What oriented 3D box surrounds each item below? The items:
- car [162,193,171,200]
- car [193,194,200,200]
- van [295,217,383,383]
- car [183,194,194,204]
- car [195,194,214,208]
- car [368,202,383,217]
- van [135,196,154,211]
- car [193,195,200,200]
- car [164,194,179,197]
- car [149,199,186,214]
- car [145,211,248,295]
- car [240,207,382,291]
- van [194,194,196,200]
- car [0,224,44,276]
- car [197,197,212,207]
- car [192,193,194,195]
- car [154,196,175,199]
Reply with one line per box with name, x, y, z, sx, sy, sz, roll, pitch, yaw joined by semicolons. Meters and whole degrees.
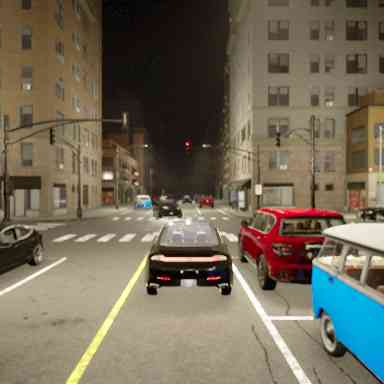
car;-6.779;1.284;89.453;2.192;1.841;5.009;0;0;-1
car;1.190;1.407;94.986;1.967;1.590;4.097;0;0;-1
van;2.604;1.341;3.458;1.690;1.788;3.998;0;0;-1
car;-0.875;1.581;63.164;1.895;1.301;4.718;0;0;0
car;1.998;1.302;46.336;2.192;1.841;5.009;0;0;-1
car;14.518;1.414;24.034;4.902;1.511;2.128;0;0;-1
van;-6.028;1.329;40.802;1.690;1.788;3.998;0;0;-1
car;1.277;1.495;89.751;1.752;1.417;4.829;0;0;-1
car;-3.711;1.509;57.293;1.812;1.442;4.674;0;0;-1
car;-2.243;1.556;29.073;1.994;1.385;4.181;0;0;-16
car;-0.064;1.490;8.672;2.128;1.511;4.902;0;0;0
car;2.517;1.313;8.969;2.192;1.841;5.009;0;0;-1
van;1.729;1.322;62.553;1.690;1.788;3.998;0;0;-1
car;-5.507;1.564;8.843;1.947;1.339;4.313;0;0;-1
car;1.909;1.536;51.742;2.008;1.369;4.403;0;0;-1
car;1.639;1.294;67.959;2.192;1.841;5.009;0;0;-1
car;-3.507;1.588;43.136;1.895;1.301;4.718;0;0;-1
